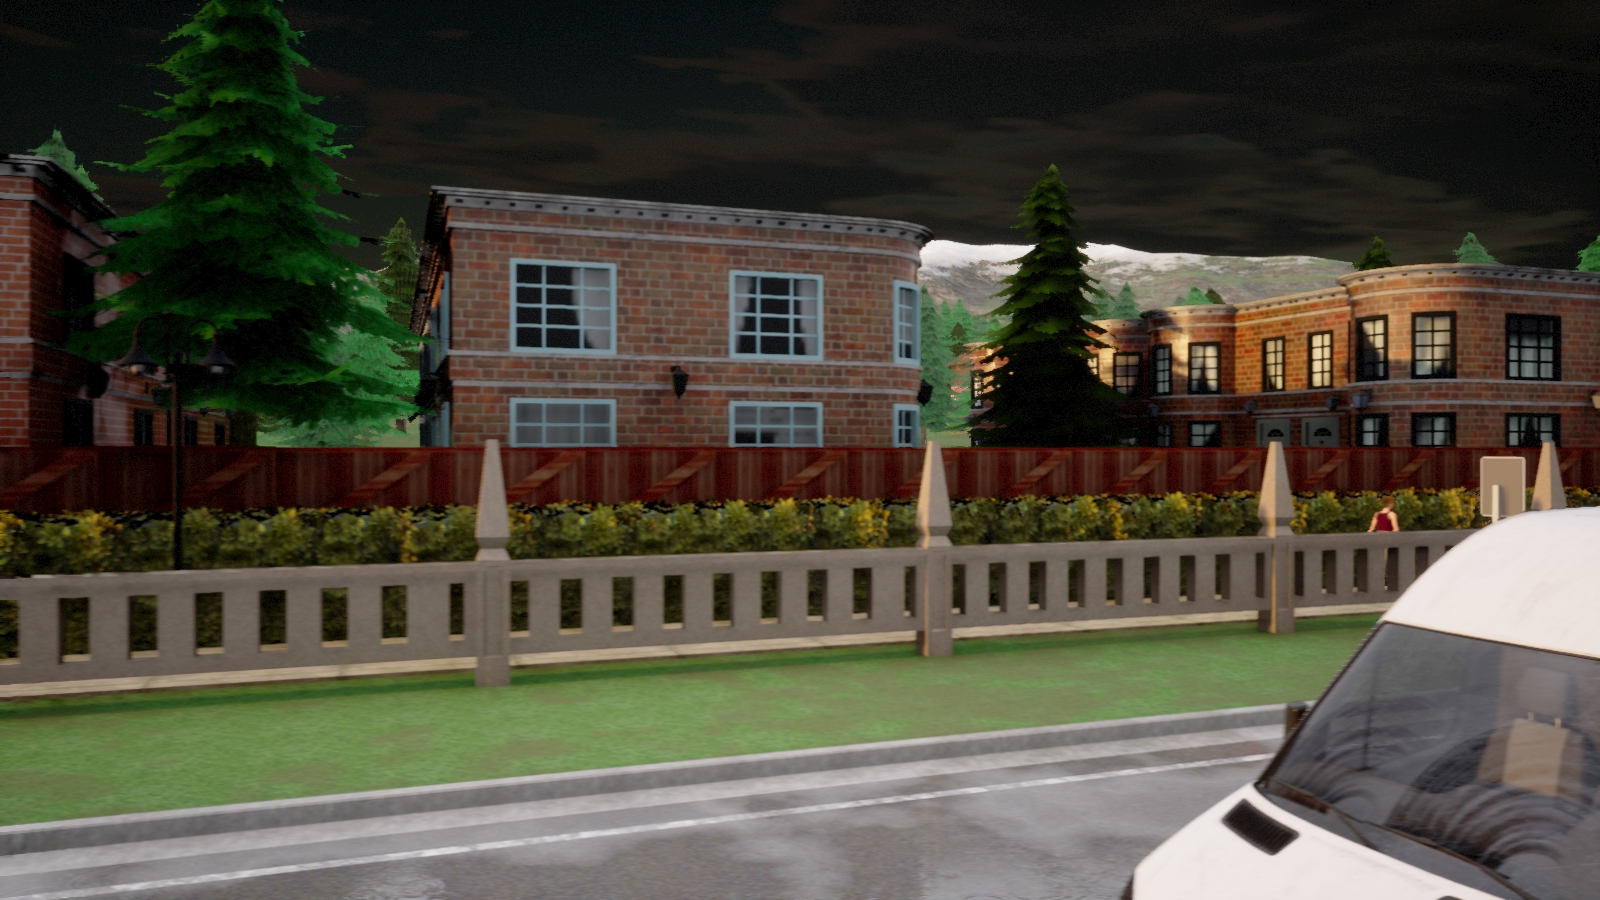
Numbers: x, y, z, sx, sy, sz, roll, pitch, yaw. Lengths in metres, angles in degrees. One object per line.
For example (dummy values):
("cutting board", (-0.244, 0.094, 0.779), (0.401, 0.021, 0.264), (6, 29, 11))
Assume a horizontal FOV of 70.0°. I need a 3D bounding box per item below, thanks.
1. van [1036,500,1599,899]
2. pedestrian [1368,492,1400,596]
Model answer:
("van", (4.092, 1.533, 4.786), (5.915, 2.561, 1.988), (0, 0, -20))
("pedestrian", (10.656, 1.697, 20.855), (0.375, 1.860, 0.375), (0, 0, -20))
